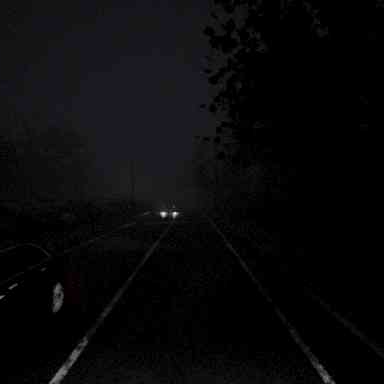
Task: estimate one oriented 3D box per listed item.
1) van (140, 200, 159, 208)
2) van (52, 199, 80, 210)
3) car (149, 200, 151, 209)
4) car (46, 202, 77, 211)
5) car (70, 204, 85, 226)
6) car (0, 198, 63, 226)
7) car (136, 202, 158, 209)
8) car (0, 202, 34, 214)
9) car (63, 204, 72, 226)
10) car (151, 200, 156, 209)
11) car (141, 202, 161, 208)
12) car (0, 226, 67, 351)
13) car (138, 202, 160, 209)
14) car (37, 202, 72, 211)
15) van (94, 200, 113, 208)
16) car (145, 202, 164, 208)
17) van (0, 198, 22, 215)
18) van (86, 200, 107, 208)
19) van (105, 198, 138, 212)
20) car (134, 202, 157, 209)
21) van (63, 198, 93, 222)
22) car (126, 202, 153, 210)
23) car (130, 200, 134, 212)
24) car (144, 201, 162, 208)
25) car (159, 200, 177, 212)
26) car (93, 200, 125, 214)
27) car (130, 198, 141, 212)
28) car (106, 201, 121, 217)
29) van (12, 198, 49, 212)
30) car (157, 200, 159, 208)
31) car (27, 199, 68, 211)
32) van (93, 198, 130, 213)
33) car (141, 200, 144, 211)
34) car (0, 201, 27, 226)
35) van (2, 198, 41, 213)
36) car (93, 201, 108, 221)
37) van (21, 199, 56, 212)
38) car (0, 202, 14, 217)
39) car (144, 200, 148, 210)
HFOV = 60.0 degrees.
[{"bbox_3d":[-10.325,3.016,81.484,4.442,1.987,1.878,0,-2,0],"label":"van"},{"bbox_3d":[-23.436,2.385,62.071,4.442,1.987,1.878,0,-2,0],"label":"van"},{"bbox_3d":[-10.212,2.397,59.283,4.553,1.767,2.185,0,-2,0],"label":"car"},{"bbox_3d":[-23.321,2.565,59.419,4.674,1.452,2.002,0,-2,0],"label":"car"},{"bbox_3d":[-10.304,1.737,23.218,4.674,1.452,2.002,0,-1,0],"label":"car"},{"bbox_3d":[-10.282,1.355,17.671,5.566,2.045,2.435,0,-1,0],"label":"car"},{"bbox_3d":[-10.188,3.092,75.926,4.792,1.488,2.163,0,-2,0],"label":"car"},{"bbox_3d":[-23.355,2.014,42.826,5.008,1.535,2.097,0,-1,0],"label":"car"},{"bbox_3d":[-10.335,1.681,20.443,4.792,1.488,2.163,0,-1,0],"label":"car"},{"bbox_3d":[-10.054,2.610,62.053,5.366,1.575,1.946,0,-2,0],"label":"car"},{"bbox_3d":[-10.233,3.362,84.251,4.792,1.488,2.163,0,-2,0],"label":"car"},{"bbox_3d":[-3.345,1.514,4.662,1.837,1.490,4.892,0,0,0],"label":"car"},{"bbox_3d":[-10.184,3.182,78.701,4.792,1.488,2.163,0,-2,0],"label":"car"},{"bbox_3d":[-23.322,2.435,56.651,5.008,1.535,2.097,0,-2,0],"label":"car"},{"bbox_3d":[-23.171,3.200,87.130,4.442,1.987,1.878,0,-2,0],"label":"van"},{"bbox_3d":[-10.189,3.521,89.801,4.892,1.521,2.231,0,-2,0],"label":"car"},{"bbox_3d":[-23.237,1.744,40.060,4.442,1.987,1.878,0,-1,0],"label":"van"},{"bbox_3d":[-23.404,3.017,81.578,4.442,1.987,1.878,0,-2,0],"label":"van"},{"bbox_3d":[-10.145,1.938,48.187,4.442,1.987,1.878,0,-2,0],"label":"van"},{"bbox_3d":[-10.193,3.002,73.151,4.792,1.488,2.163,0,-2,0],"label":"car"},{"bbox_3d":[-10.413,1.516,25.998,4.442,1.987,1.878,0,-1,0],"label":"van"},{"bbox_3d":[-10.229,2.704,64.828,4.892,1.521,2.231,0,-2,0],"label":"car"},{"bbox_3d":[-10.299,2.043,42.655,4.792,1.488,2.163,0,-1,0],"label":"car"},{"bbox_3d":[-10.231,3.299,87.028,4.553,1.767,2.185,0,-2,0],"label":"car"},{"bbox_3d":[-3.280,2.094,49.119,2.097,1.767,4.553,0,-1,0],"label":"car"},{"bbox_3d":[-10.282,1.963,37.097,4.674,1.452,2.002,0,-1,0],"label":"car"},{"bbox_3d":[-10.294,1.822,45.413,5.566,2.045,2.435,0,-2,0],"label":"car"},{"bbox_3d":[-10.254,1.907,34.320,4.792,1.488,2.163,0,-1,0],"label":"car"},{"bbox_3d":[-23.457,1.941,48.352,4.442,1.987,1.878,0,-2,0],"label":"van"},{"bbox_3d":[-10.041,2.880,70.377,5.366,1.575,1.946,0,-2,0],"label":"car"},{"bbox_3d":[-23.304,2.091,53.766,5.566,2.045,2.435,0,-2,0],"label":"car"},{"bbox_3d":[-10.158,1.743,39.877,4.442,1.987,1.878,0,-1,0],"label":"van"},{"bbox_3d":[-10.260,2.293,50.953,4.674,1.452,2.002,0,-2,0],"label":"car"},{"bbox_3d":[-10.346,1.438,14.898,4.553,1.767,2.185,0,-1,0],"label":"car"},{"bbox_3d":[-23.229,1.847,45.450,4.442,1.987,1.878,0,-1,0],"label":"van"},{"bbox_3d":[-10.298,1.787,28.770,5.008,1.535,2.097,0,-1,0],"label":"car"},{"bbox_3d":[-23.453,2.026,50.996,4.442,1.987,1.878,0,-2,0],"label":"van"},{"bbox_3d":[-23.174,1.921,37.288,5.366,1.575,1.946,0,-1,0],"label":"car"},{"bbox_3d":[-10.247,2.343,53.729,5.008,1.535,2.097,0,-2,0],"label":"car"}]
